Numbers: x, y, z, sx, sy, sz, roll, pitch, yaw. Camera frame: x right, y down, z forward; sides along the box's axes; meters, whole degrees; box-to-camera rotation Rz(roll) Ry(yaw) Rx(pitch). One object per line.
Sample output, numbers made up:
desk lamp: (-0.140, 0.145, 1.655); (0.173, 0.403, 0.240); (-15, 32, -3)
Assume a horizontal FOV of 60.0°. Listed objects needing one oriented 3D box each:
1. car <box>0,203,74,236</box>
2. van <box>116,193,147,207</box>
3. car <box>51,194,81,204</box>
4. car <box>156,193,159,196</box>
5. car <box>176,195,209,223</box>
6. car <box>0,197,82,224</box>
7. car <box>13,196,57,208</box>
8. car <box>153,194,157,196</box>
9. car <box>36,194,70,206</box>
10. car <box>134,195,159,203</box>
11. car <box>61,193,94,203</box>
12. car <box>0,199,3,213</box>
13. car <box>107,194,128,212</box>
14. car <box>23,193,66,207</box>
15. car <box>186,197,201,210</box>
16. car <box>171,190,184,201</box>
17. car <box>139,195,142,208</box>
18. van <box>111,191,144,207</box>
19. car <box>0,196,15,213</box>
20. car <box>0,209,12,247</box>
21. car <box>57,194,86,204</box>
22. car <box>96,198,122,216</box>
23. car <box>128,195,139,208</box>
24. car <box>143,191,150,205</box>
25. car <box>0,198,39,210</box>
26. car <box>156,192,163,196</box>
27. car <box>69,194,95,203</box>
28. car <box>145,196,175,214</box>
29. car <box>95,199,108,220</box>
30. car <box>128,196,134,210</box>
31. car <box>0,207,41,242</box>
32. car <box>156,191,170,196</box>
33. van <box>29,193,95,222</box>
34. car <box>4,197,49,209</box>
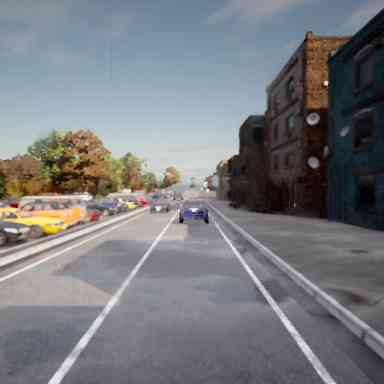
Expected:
car: (-9.269, 1.501, 17.214); (5.366, 1.575, 1.946); (0, 0, 0)
van: (-9.118, 1.199, 50.489); (4.442, 1.987, 1.878); (0, 0, 0)
car: (-22.290, 1.272, 58.925); (4.553, 1.767, 2.185); (0, 0, 0)
car: (-9.189, 1.419, 61.748); (4.792, 1.488, 2.163); (0, 0, 0)
car: (0.140, 1.325, 25.511); (2.097, 1.767, 4.553); (0, 0, 0)
car: (-9.405, 1.374, 19.998); (4.553, 1.767, 2.185); (0, 0, 0)
car: (-22.518, 1.429, 47.787); (5.366, 1.575, 1.946); (0, 0, 0)
car: (-9.181, 1.438, 58.964); (4.674, 1.452, 2.002); (0, 0, 0)
car: (-22.264, 1.289, 53.479); (4.553, 1.767, 2.185); (0, 0, 0)
car: (-9.140, 1.414, 67.172); (4.674, 1.452, 2.002); (-1, 0, 1)
car: (-22.250, 1.129, 64.619); (5.566, 2.045, 2.435); (0, 0, 0)
car: (-22.430, 1.472, 33.986); (4.892, 1.521, 2.231); (0, 0, 0)
car: (-9.313, 1.347, 33.914); (4.553, 1.767, 2.185); (0, 0, 0)
car: (-22.343, 1.172, 50.570); (5.566, 2.045, 2.435); (0, 0, 0)
car: (0.192, 1.429, 43.101); (1.837, 1.490, 4.892); (0, 0, 0)
car: (-3.057, 1.018, 75.638); (2.150, 2.045, 5.566); (0, 0, 0)
car: (-9.283, 1.450, 42.265); (4.892, 1.521, 2.231); (0, 0, 0)
van: (-9.154, 1.215, 45.047); (4.442, 1.987, 1.878); (0, 0, 0)
car: (-22.437, 1.338, 36.771); (4.553, 1.767, 2.185); (0, 0, 0)
car: (-9.486, 1.511, 11.648); (5.008, 1.535, 2.097); (0, 0, 0)
car: (-22.272, 1.263, 61.709); (4.553, 1.767, 2.185); (0, 0, 0)
car: (-9.365, 1.518, 31.132); (4.674, 1.452, 2.002); (0, 0, 0)
car: (-9.493, 1.454, 39.483); (5.366, 1.575, 1.946); (0, 0, 0)
car: (-9.224, 1.181, 47.831); (5.566, 2.045, 2.435); (0, 0, 0)
car: (-22.339, 1.477, 42.340); (4.792, 1.488, 2.163); (0, 0, 0)
car: (-8.956, 1.378, 64.529); (5.366, 1.575, 1.946); (0, 0, 0)
car: (-22.172, 1.246, 67.405); (4.553, 1.767, 2.185); (0, 0, 0)
car: (-3.277, 1.440, 35.021); (2.128, 1.511, 4.902); (0, 0, 0)
car: (-9.370, 1.520, 25.565); (4.792, 1.488, 2.163); (0, 0, 0)
car: (-9.332, 1.466, 36.699); (4.892, 1.521, 2.231); (0, 0, 0)
car: (-9.475, 1.549, 14.432); (4.674, 1.452, 2.002); (0, 0, 0)
car: (-9.190, 1.136, 90.507); (4.792, 1.488, 2.163); (0, 0, 1)
van: (-9.301, 1.270, 22.718); (4.442, 1.987, 1.878); (0, 0, 0)
car: (-22.356, 1.440, 45.126); (5.008, 1.535, 2.097); (0, 0, 0)
